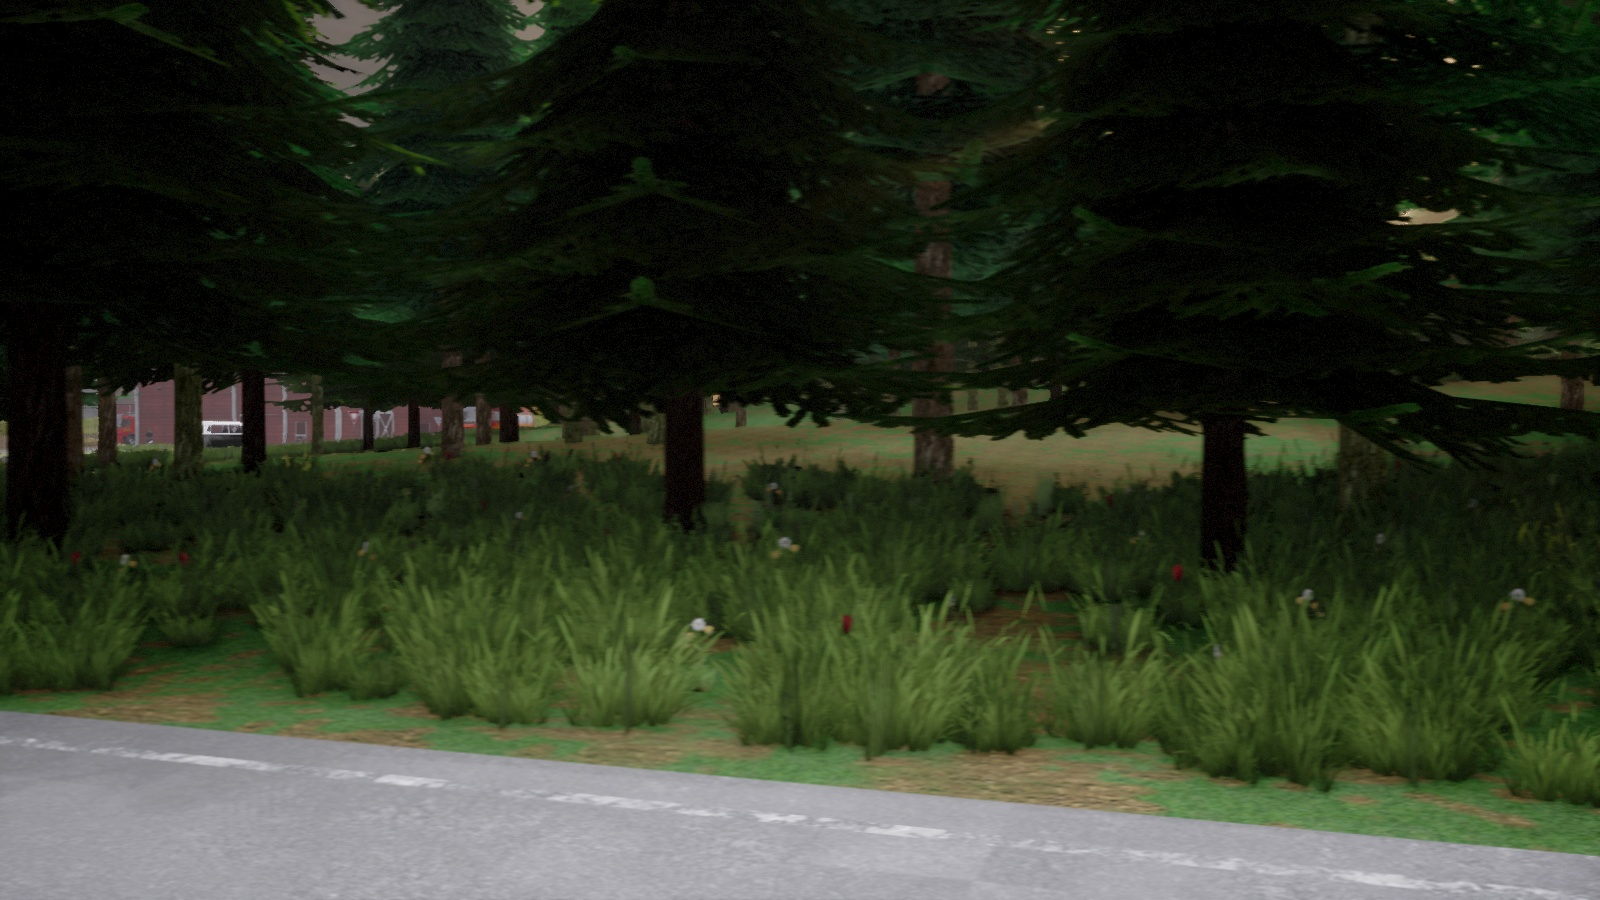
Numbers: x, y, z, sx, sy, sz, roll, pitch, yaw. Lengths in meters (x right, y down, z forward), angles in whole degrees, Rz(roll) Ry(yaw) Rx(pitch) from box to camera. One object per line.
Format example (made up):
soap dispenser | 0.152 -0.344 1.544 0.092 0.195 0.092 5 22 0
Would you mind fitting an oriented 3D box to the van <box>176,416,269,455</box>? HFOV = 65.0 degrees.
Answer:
van | -31.237 -0.798 68.057 2.069 2.038 4.480 1 1 19
